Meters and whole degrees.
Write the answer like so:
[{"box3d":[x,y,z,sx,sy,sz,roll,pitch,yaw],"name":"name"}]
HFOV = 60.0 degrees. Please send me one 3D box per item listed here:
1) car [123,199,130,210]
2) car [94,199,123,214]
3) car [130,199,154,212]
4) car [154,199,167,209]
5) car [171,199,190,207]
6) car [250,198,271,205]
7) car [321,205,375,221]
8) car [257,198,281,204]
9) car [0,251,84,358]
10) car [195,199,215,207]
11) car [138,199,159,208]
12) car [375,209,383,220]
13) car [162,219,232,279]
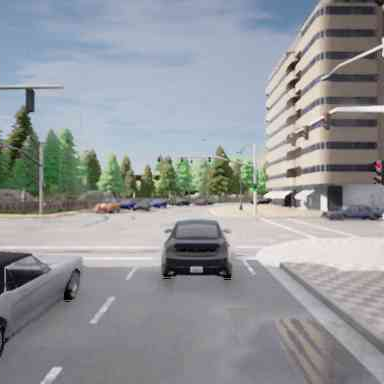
[{"box3d":[-9.851,1.905,50.181,1.882,1.535,5.008,0,0,7],"name":"car"},{"box3d":[-10.386,1.701,40.971,2.097,1.767,4.553,0,0,2],"name":"car"},{"box3d":[-6.728,1.949,45.192,1.994,1.385,4.181,0,0,0],"name":"car"},{"box3d":[-5.616,1.946,54.999,1.882,1.535,5.008,0,-1,14],"name":"car"},{"box3d":[-2.180,2.027,64.480,1.882,1.535,5.008,0,-1,28],"name":"car"},{"box3d":[15.220,2.226,73.868,4.718,1.301,1.895,0,-1,-33],"name":"car"},{"box3d":[14.614,1.861,30.093,5.357,1.411,2.033,0,0,0],"name":"car"},{"box3d":[18.460,2.220,79.611,5.357,1.411,2.033,0,-1,-22],"name":"car"},{"box3d":[-3.409,1.649,5.555,1.895,1.301,4.718,0,0,0],"name":"car"},{"box3d":[2.545,2.107,65.604,2.033,1.411,5.357,0,-1,33],"name":"car"},{"box3d":[-7.805,2.015,59.899,1.837,1.490,4.892,0,-1,19],"name":"car"},{"box3d":[17.709,1.810,26.582,4.674,1.442,1.812,0,0,0],"name":"car"},{"box3d":[0.179,1.595,10.321,1.837,1.490,4.892,0,0,2],"name":"car"}]
